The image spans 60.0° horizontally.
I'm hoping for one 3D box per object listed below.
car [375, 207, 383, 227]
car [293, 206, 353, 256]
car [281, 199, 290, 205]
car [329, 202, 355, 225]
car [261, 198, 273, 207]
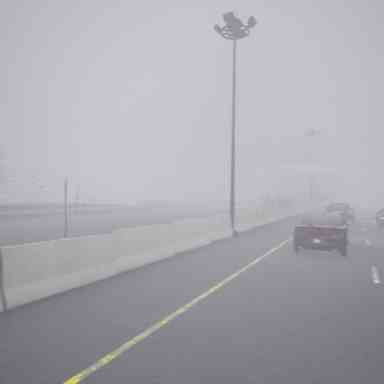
[{"bbox_3d":[14.640,1.825,24.434,2.033,1.411,5.357,0,0,26],"label":"car"},{"bbox_3d":[5.596,1.611,14.096,1.882,1.535,5.008,0,0,27],"label":"car"},{"bbox_3d":[17.608,1.789,61.835,2.150,2.045,5.566,0,-1,27],"label":"car"},{"bbox_3d":[11.915,1.617,26.791,2.097,1.767,4.553,0,0,27],"label":"car"},{"bbox_3d":[14.521,1.902,63.488,2.097,1.767,4.553,0,-1,27],"label":"car"}]
